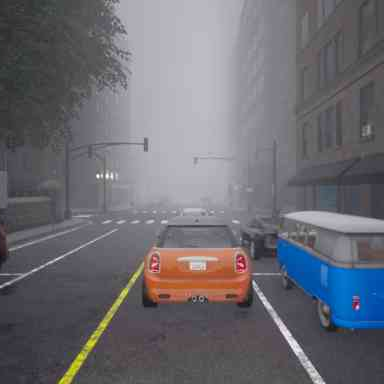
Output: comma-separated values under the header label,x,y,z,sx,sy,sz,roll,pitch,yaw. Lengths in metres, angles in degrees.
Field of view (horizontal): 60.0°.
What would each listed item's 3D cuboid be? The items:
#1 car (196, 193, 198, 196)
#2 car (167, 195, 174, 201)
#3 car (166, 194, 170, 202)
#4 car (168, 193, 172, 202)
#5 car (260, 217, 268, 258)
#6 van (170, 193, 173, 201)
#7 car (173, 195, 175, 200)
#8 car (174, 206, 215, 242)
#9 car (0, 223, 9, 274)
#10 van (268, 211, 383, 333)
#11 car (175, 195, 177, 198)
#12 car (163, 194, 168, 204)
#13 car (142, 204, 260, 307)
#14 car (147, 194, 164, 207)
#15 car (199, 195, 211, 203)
label,x,y,z,sx,sy,sz,roll,pitch,yaw
car,2.853,1.506,94.009,1.752,1.417,4.829,0,0,0
car,-5.671,1.502,88.193,1.752,1.417,4.829,0,0,0
car,-5.670,1.514,61.109,1.887,1.381,4.507,0,0,0
car,-5.671,1.514,66.560,1.887,1.381,4.507,0,0,0
car,2.856,1.563,12.220,1.947,1.339,4.313,0,0,0
van,-5.671,1.311,72.011,1.690,1.788,3.998,0,0,0
car,-5.671,1.522,77.462,2.008,1.369,4.403,0,0,0
car,0.101,1.520,17.114,1.812,1.442,4.674,0,0,0
car,-5.669,1.314,6.519,2.192,1.841,5.009,0,0,0
van,2.856,1.340,6.559,1.690,1.788,3.998,0,0,0
car,-5.672,1.289,82.913,2.192,1.841,5.009,0,0,0
car,-5.670,1.521,55.658,2.008,1.369,4.403,0,0,0
car,0.102,1.351,8.113,2.097,1.767,4.553,0,0,0
car,-5.670,1.497,50.038,1.752,1.417,4.829,0,0,0
car,2.854,1.409,66.596,1.967,1.590,4.097,0,0,0
